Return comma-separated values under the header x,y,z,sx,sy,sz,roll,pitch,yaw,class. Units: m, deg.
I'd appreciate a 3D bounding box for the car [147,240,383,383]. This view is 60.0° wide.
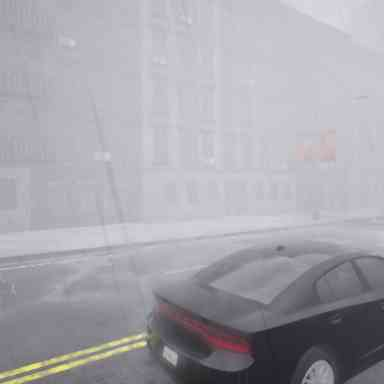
x,y,z,sx,sy,sz,roll,pitch,yaw,class
1.812,1.440,4.718,5.008,1.535,1.882,-1,0,-35,car
